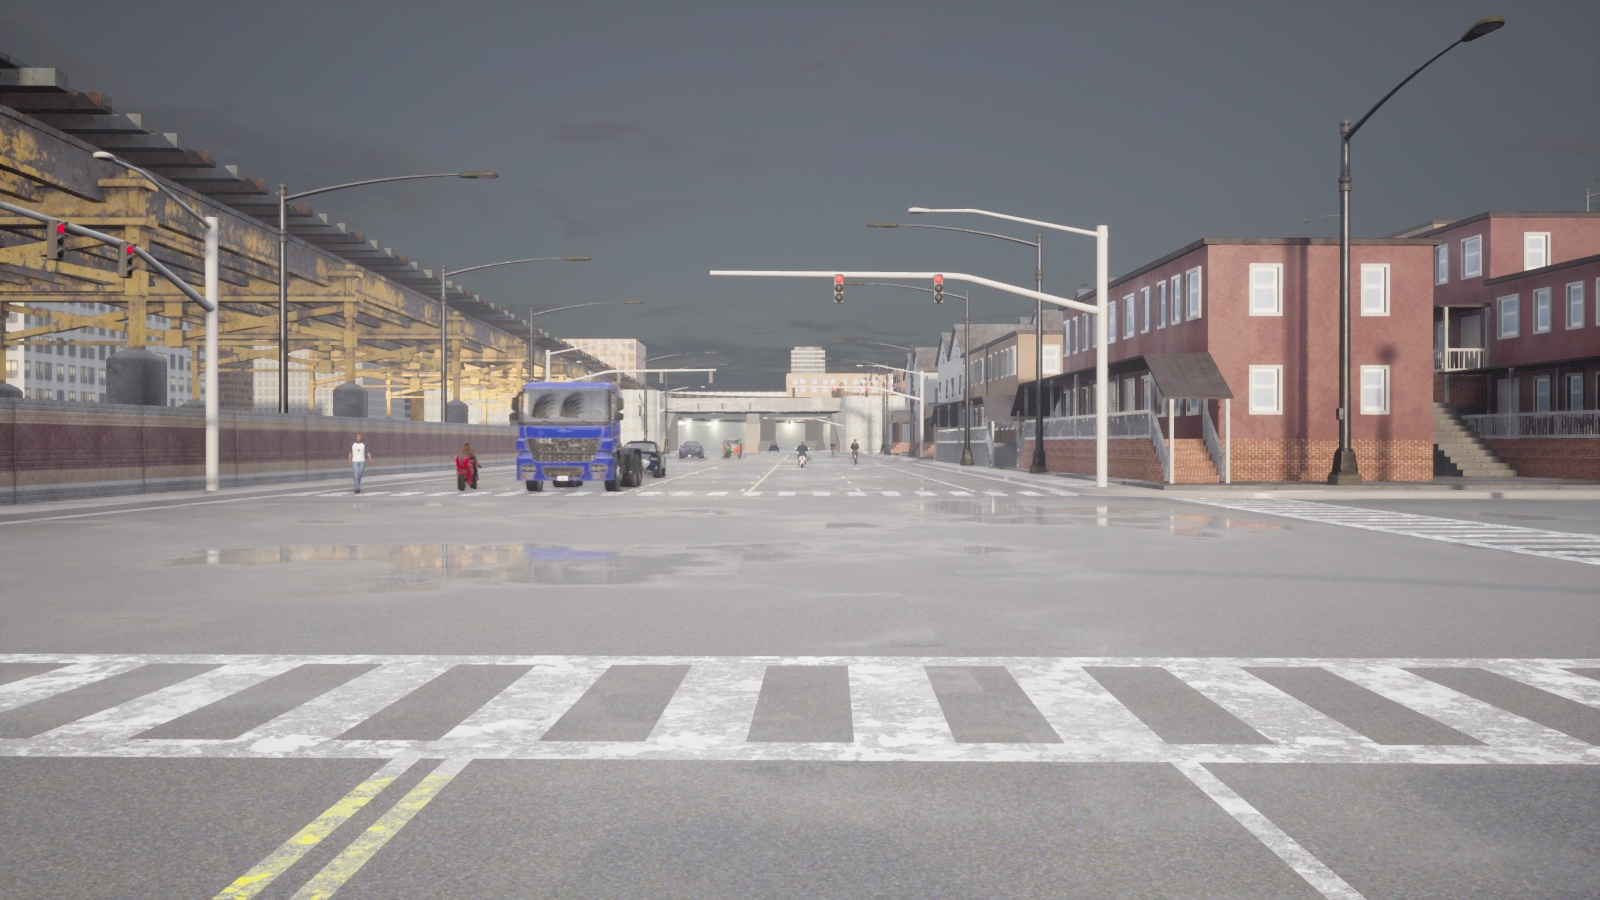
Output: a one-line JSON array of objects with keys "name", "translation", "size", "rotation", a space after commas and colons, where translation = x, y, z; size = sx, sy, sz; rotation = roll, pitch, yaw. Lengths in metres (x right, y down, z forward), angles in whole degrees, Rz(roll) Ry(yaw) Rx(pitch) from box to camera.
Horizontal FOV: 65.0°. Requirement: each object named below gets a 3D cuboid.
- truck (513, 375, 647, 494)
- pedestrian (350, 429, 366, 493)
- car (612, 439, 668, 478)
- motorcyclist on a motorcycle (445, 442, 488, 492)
[{"name": "truck", "translation": [-6.906, -0.470, 40.621], "size": [2.891, 3.462, 7.936], "rotation": [0, 0, 0]}, {"name": "pedestrian", "translation": [-12.914, 0.314, 36.705], "size": [0.354, 1.836, 0.706], "rotation": [0, 0, -27]}, {"name": "car", "translation": [-6.922, 0.363, 54.769], "size": [2.033, 1.649, 4.856], "rotation": [0, 0, -2]}, {"name": "motorcyclist on a motorcycle", "translation": [-10.421, 0.499, 39.260], "size": [0.797, 1.523, 2.044], "rotation": [0, 0, 0]}]
